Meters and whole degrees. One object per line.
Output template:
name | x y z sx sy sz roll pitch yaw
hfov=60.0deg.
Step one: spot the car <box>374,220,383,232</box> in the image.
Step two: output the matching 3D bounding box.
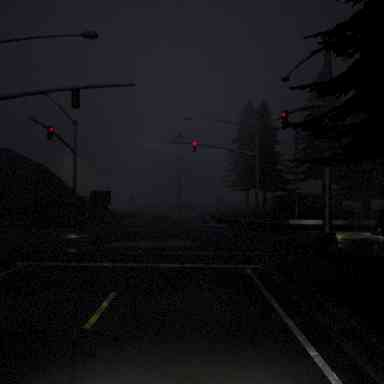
car | 14.210 1.865 21.210 4.553 1.767 2.097 0 -1 0
